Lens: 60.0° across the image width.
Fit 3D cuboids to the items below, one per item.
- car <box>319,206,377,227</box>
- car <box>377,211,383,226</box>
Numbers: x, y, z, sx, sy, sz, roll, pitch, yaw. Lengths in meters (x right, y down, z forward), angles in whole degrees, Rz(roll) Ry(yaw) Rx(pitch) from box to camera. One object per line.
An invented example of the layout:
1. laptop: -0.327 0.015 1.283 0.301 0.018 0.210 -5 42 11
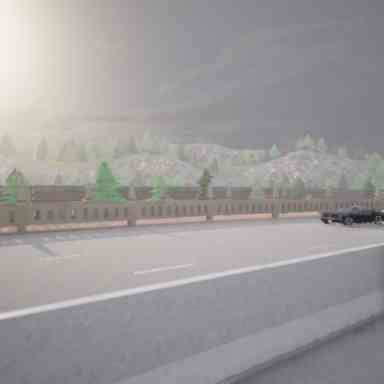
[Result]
1. car: 10.964 1.599 22.597 4.718 1.301 1.895 0 0 -26
2. car: 13.525 1.562 19.895 4.181 1.385 1.994 0 0 -25
